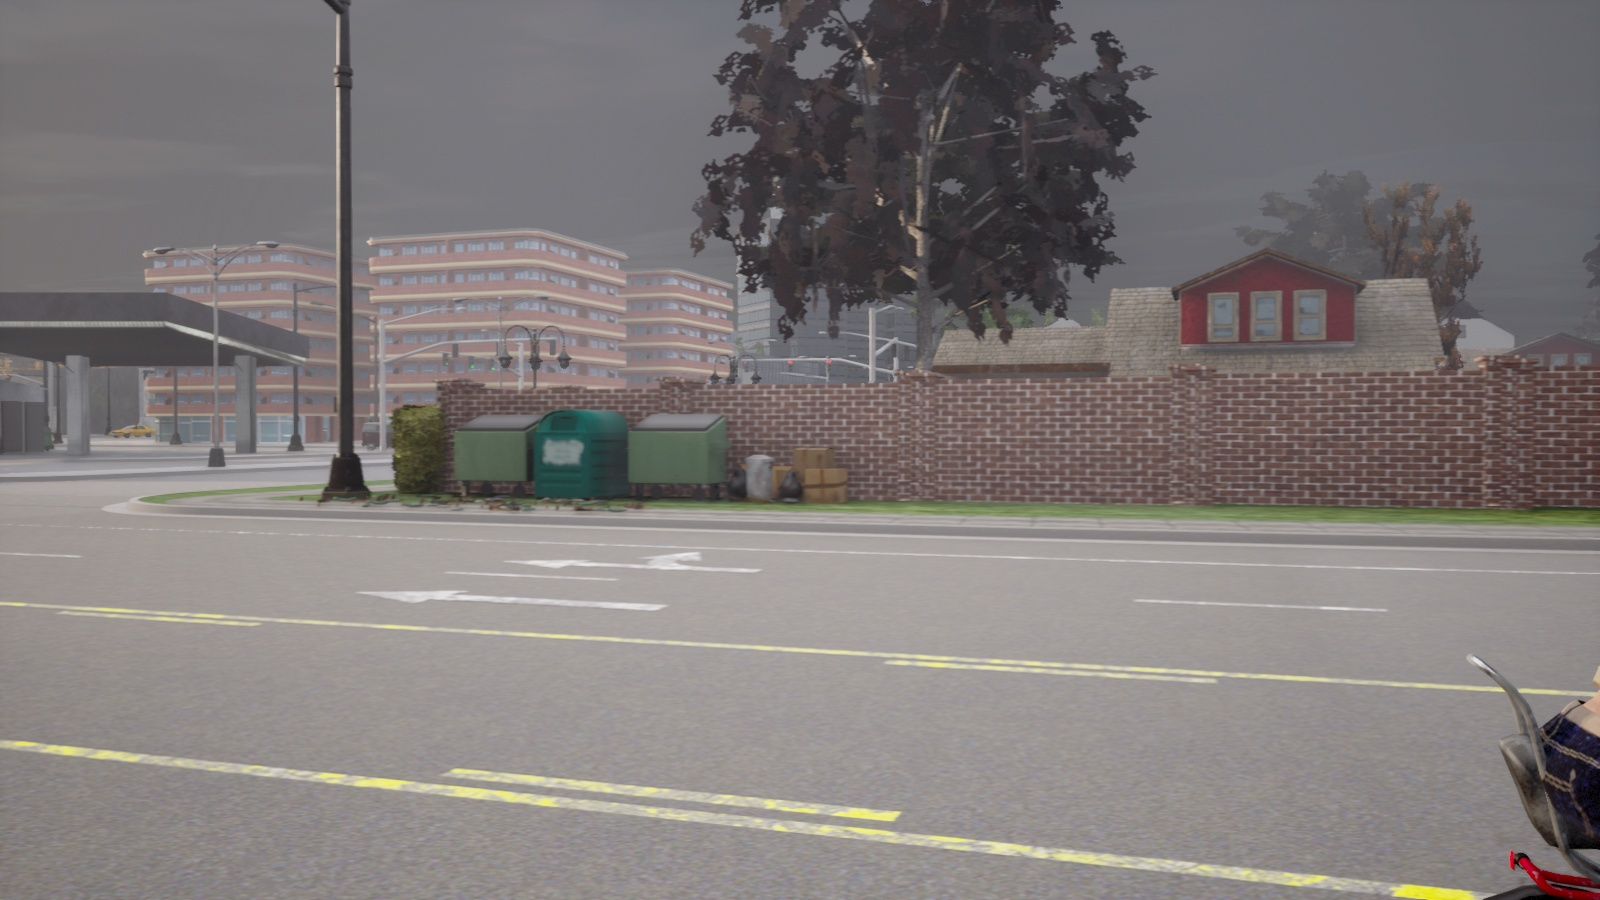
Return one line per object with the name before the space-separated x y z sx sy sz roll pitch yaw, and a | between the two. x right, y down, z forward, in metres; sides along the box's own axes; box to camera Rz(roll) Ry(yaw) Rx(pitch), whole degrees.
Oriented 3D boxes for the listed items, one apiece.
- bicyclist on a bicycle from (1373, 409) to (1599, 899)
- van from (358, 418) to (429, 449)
bicyclist on a bicycle | 2.025 0.731 2.506 1.509 1.612 0.866 0 1 18
van | -27.838 -1.132 86.016 4.442 1.987 1.775 1 1 17
